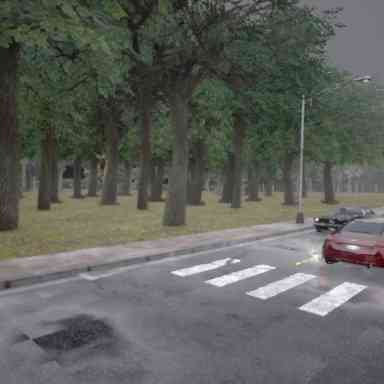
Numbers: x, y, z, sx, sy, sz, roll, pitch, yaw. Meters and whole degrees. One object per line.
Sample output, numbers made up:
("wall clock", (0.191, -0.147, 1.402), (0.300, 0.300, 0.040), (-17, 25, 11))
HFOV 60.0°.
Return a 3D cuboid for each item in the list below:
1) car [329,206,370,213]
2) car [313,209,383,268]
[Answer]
("car", (7.942, 1.389, 16.791), (1.895, 1.301, 4.718), (2, 2, 45))
("car", (5.762, 1.457, 10.397), (1.994, 1.385, 4.181), (2, 2, 45))
